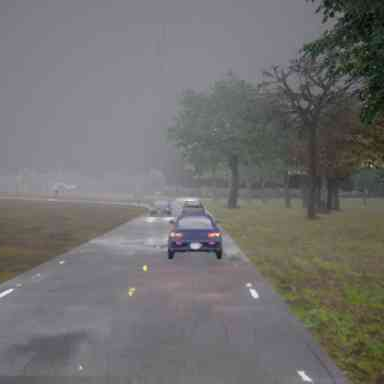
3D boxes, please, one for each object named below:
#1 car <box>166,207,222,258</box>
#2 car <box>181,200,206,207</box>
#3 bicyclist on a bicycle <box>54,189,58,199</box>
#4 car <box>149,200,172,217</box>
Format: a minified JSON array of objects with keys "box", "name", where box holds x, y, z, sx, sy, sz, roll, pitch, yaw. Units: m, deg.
[{"box":[0.097,1.508,12.548,1.812,1.442,4.674,0,0,0],"name":"car"},{"box":[0.091,1.442,27.614,2.128,1.511,4.902,0,0,0],"name":"car"},{"box":[-22.662,0.364,55.423,0.582,1.620,1.656,2,0,0],"name":"bicyclist on a bicycle"},{"box":[-2.827,1.469,31.237,1.812,1.442,4.674,0,0,0],"name":"car"}]
